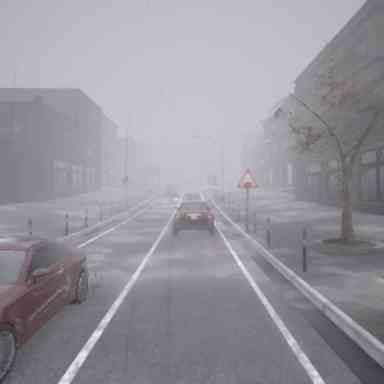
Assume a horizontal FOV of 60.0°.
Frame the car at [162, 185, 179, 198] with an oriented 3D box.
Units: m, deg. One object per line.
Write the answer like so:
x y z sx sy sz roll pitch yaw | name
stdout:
-3.082 -0.153 48.136 2.097 1.767 4.553 0 4 0 | car

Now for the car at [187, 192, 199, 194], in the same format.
0.081 0.696 37.367 2.033 1.411 5.357 0 3 0 | car

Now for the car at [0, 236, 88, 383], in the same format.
-3.103 1.524 5.414 1.812 1.442 4.674 0 0 0 | car

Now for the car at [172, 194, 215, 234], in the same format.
0.091 1.206 18.382 2.097 1.767 4.553 0 1 0 | car
